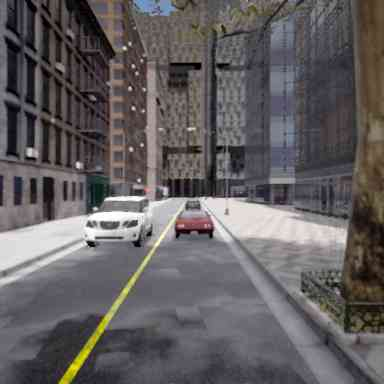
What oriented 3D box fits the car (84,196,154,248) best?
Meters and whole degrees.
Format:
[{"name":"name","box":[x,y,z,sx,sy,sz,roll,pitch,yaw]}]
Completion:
[{"name":"car","box":[-3.047,1.214,15.055,2.150,2.045,5.566,0,0,1]}]

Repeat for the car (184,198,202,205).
[{"name":"car","box":[0.119,1.457,40.161,2.128,1.511,4.902,0,0,0]}]

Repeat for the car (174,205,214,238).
[{"name":"car","box":[0.108,1.589,17.590,1.895,1.301,4.718,0,0,0]}]
